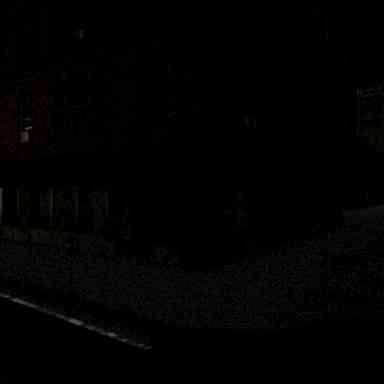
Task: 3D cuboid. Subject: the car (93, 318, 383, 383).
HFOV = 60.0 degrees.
[{"bbox_3d":[1.100,1.566,2.026,4.313,1.339,1.947,0,0,36],"label":"car"}]
